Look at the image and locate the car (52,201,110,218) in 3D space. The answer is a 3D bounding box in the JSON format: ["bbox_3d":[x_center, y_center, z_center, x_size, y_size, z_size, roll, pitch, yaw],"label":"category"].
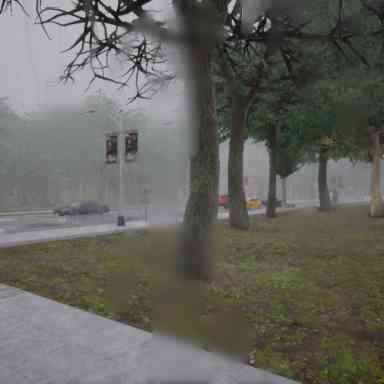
[{"bbox_3d":[-10.297,1.575,31.382,2.033,1.411,5.357,0,0,36],"label":"car"}]

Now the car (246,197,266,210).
[{"bbox_3d":[7.827,1.551,45.308,1.882,1.535,5.008,0,0,36],"label":"car"}]

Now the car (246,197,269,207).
[{"bbox_3d":[10.914,1.593,55.302,1.837,1.490,4.892,0,0,36],"label":"car"}]

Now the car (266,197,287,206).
[{"bbox_3d":[13.625,1.570,53.505,1.882,1.535,5.008,0,0,36],"label":"car"}]

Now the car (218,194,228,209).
[{"bbox_3d":[4.830,1.290,46.714,2.150,2.045,5.566,0,0,36],"label":"car"}]

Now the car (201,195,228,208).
[{"bbox_3d":[3.456,1.420,50.506,2.097,1.767,4.553,0,0,36],"label":"car"}]
